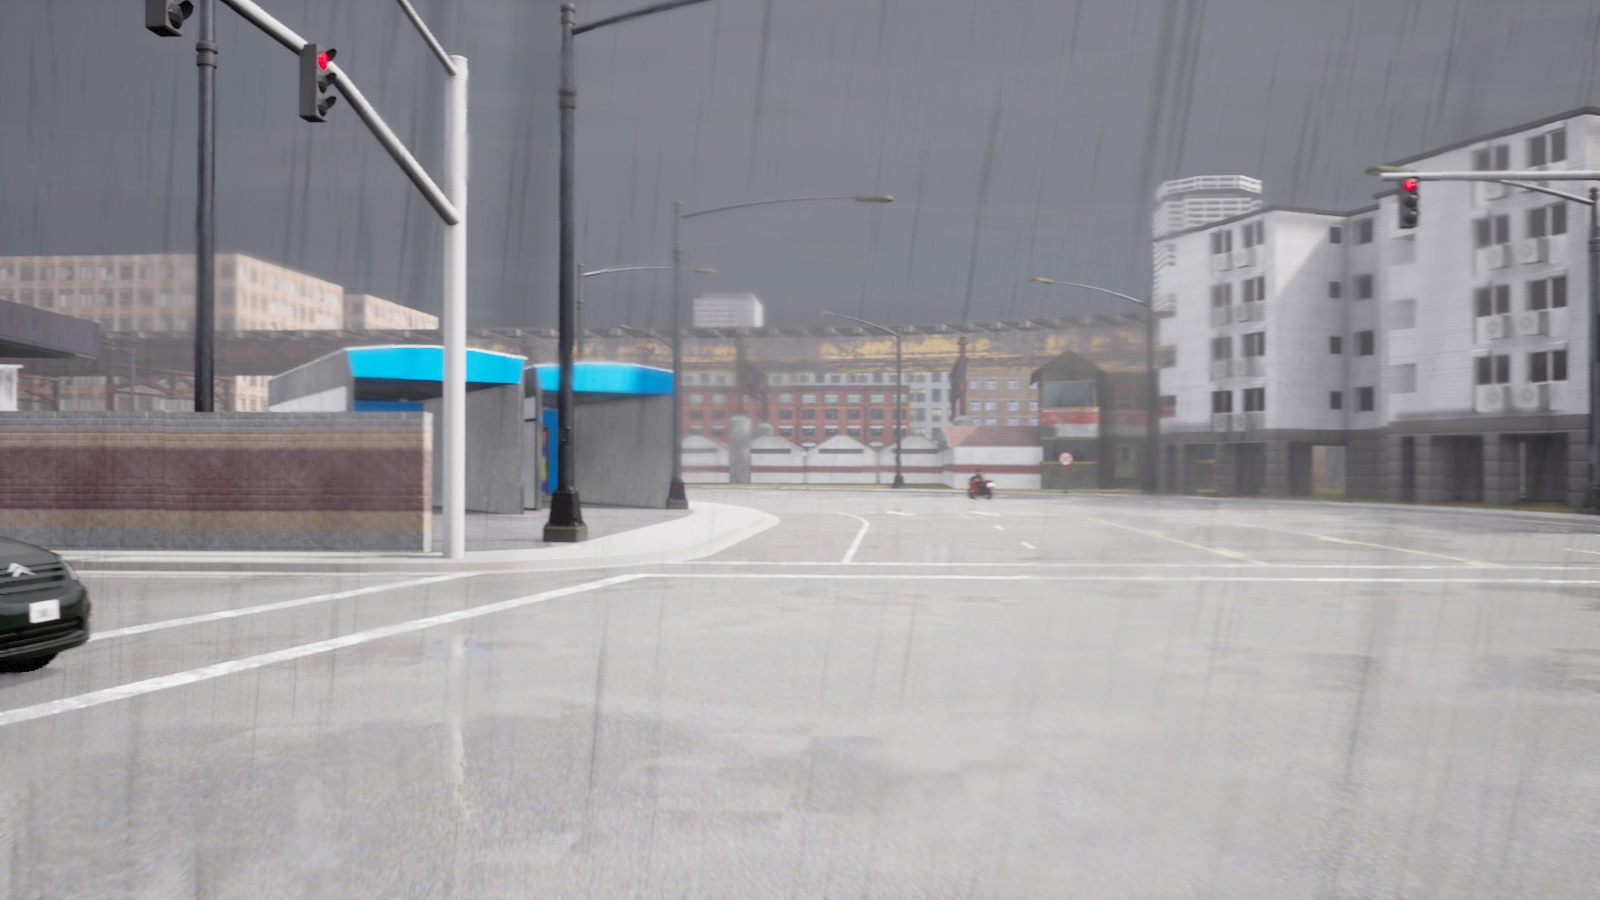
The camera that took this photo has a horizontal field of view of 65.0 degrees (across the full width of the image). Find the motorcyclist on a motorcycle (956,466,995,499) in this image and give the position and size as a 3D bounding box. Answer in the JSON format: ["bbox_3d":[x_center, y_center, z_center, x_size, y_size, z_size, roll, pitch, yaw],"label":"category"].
[{"bbox_3d":[8.340,1.549,59.905,0.797,1.523,2.044,0,-1,-27],"label":"motorcyclist on a motorcycle"}]

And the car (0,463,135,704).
[{"bbox_3d":[-7.334,0.919,9.173,3.988,1.617,1.851,0,-1,3],"label":"car"}]
